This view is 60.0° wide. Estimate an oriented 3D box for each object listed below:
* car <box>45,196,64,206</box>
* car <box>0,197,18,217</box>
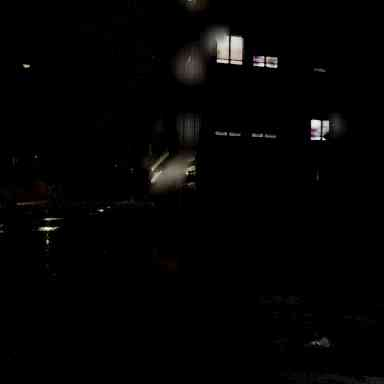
[{"bbox_3d":[-20.841,1.420,50.808,1.812,1.442,4.674,1,0,-9],"label":"car"},{"bbox_3d":[-17.567,1.271,30.223,2.097,1.767,4.553,1,0,-10],"label":"car"}]
